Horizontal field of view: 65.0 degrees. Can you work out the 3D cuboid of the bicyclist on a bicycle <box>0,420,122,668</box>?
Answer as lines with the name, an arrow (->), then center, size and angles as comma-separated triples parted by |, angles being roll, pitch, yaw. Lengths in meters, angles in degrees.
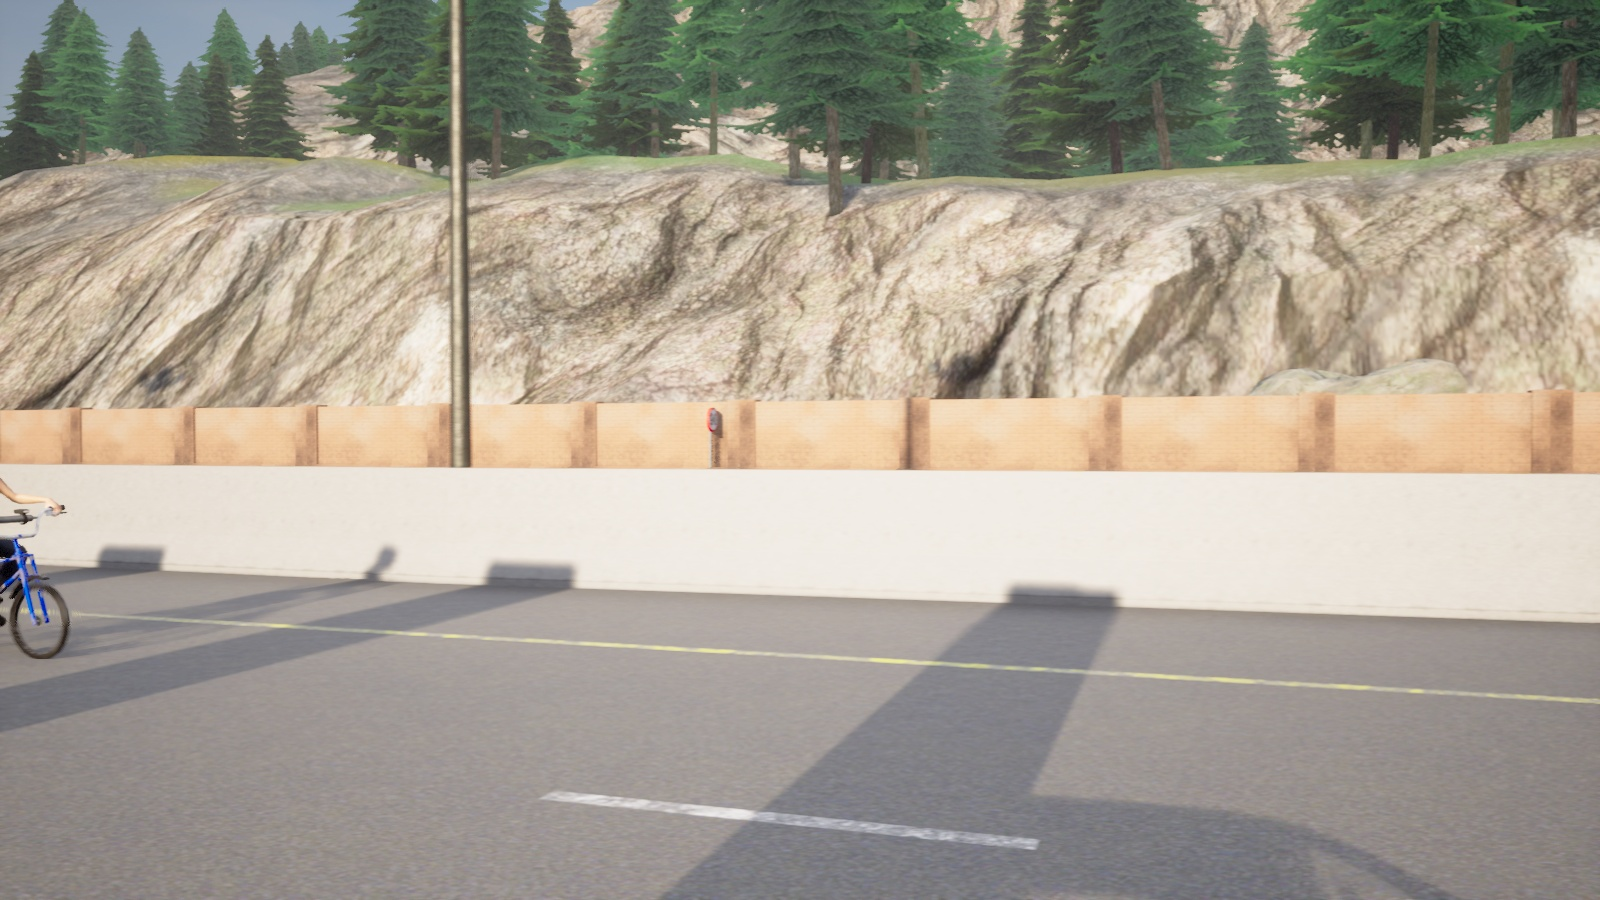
bicyclist on a bicycle -> -5.712, 0.599, 8.834 | 1.509, 1.612, 0.866 | 1, 1, 19
